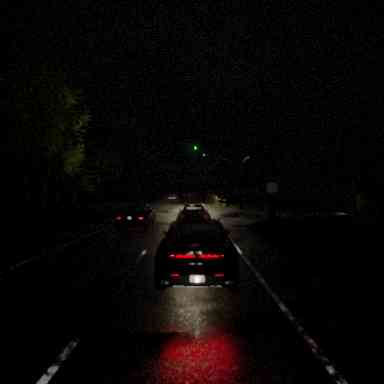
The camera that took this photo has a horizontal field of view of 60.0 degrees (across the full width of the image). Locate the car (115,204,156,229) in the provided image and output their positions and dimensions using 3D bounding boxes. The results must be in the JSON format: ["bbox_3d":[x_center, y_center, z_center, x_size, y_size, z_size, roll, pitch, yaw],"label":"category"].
[{"bbox_3d":[-3.391,1.458,20.580,2.033,1.411,5.357,0,0,0],"label":"car"}]

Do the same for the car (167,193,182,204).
[{"bbox_3d":[-3.373,1.231,58.316,2.128,1.511,4.902,0,0,0],"label":"car"}]

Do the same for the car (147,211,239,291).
[{"bbox_3d":[0.103,1.463,8.869,1.837,1.490,4.892,0,-1,0],"label":"car"}]

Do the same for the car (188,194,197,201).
[{"bbox_3d":[0.037,1.141,74.301,1.882,1.535,5.008,0,0,0],"label":"car"}]

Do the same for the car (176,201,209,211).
[{"bbox_3d":[0.110,1.475,20.521,1.994,1.385,4.181,0,0,0],"label":"car"}]
